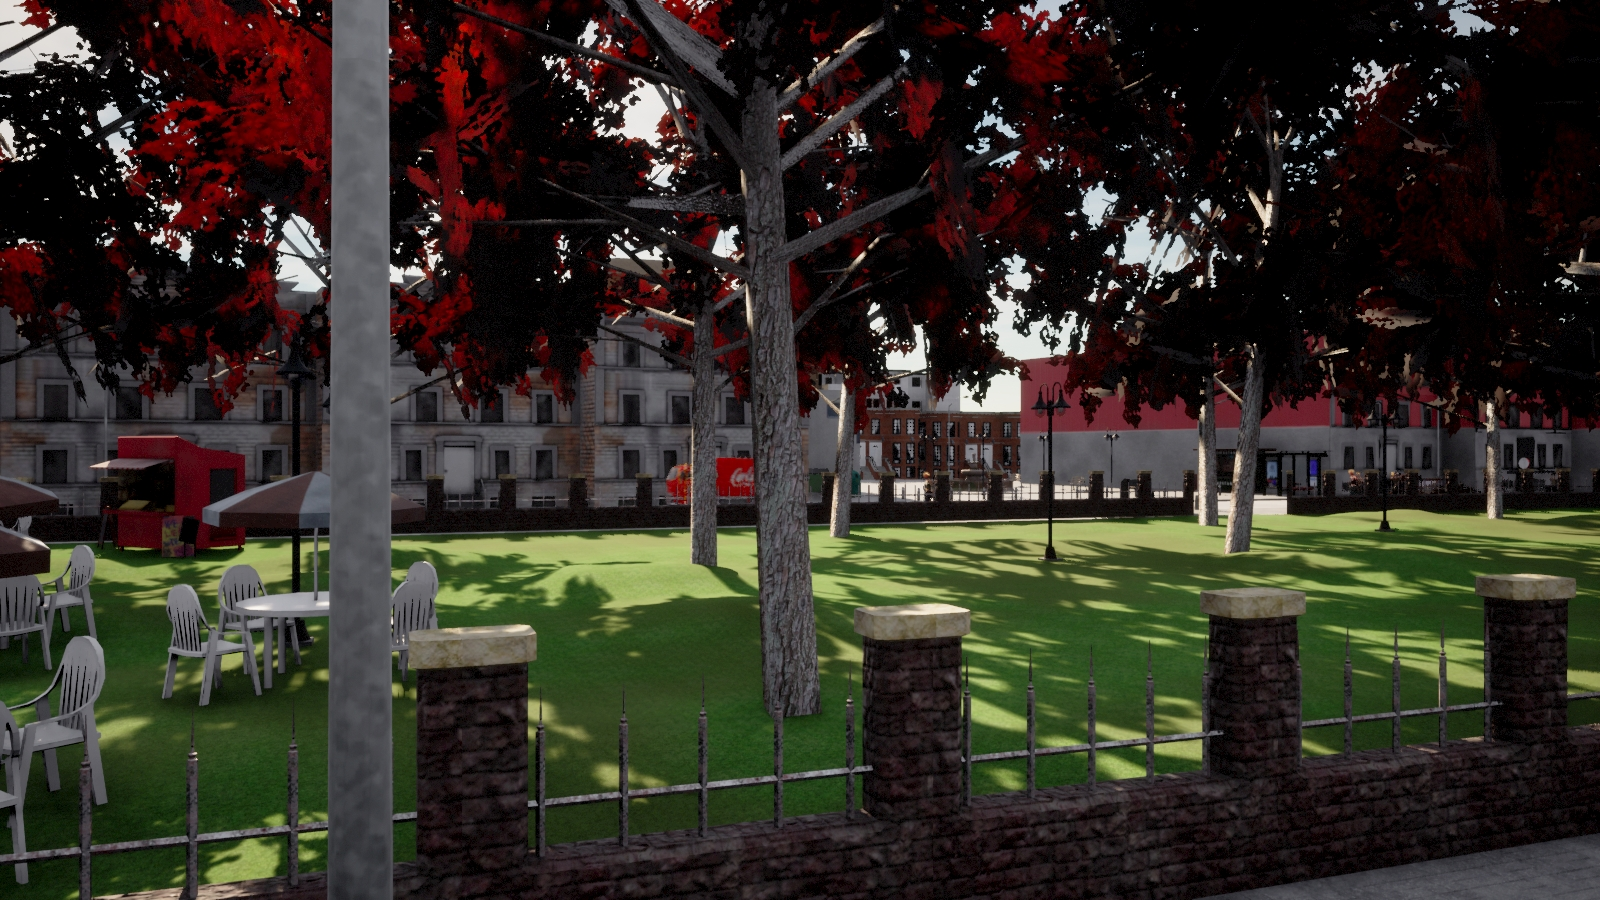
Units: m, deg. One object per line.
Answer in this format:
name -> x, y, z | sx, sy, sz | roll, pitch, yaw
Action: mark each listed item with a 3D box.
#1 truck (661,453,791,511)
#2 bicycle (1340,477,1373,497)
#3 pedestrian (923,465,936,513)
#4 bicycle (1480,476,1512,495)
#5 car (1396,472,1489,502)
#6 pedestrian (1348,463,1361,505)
truck -> -3.314, 1.354, 50.808 | 5.204, 2.467, 2.627 | 0, 0, -20
bicycle -> 30.804, 2.056, 63.242 | 1.487, 1.080, 0.859 | 0, 0, -20
pedestrian -> 5.088, 1.531, 44.776 | 0.375, 1.860, 0.375 | 0, 0, -23
bicycle -> 40.742, 2.060, 66.864 | 1.487, 1.080, 0.859 | 0, 0, -20
car -> 33.754, 1.936, 60.066 | 4.181, 1.385, 1.994 | -1, 0, -20
pedestrian -> 25.143, 1.541, 51.814 | 0.375, 1.860, 0.375 | 0, 0, -20
